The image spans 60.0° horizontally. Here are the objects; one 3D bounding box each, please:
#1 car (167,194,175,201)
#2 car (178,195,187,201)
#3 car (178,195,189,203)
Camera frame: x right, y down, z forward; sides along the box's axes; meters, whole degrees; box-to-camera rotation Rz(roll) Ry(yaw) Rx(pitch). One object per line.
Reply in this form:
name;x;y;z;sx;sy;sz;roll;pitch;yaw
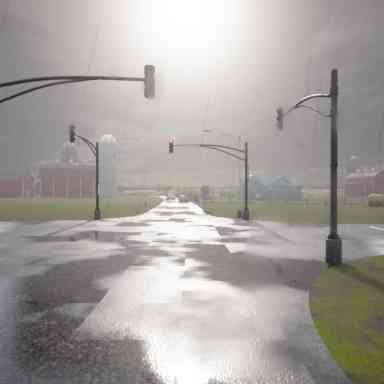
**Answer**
car;-4.708;1.182;73.967;1.812;1.442;4.674;0;0;-3
car;-2.332;1.464;79.951;1.837;1.490;4.892;0;0;-4
car;-1.721;1.624;69.967;1.895;1.301;4.718;0;0;-3
